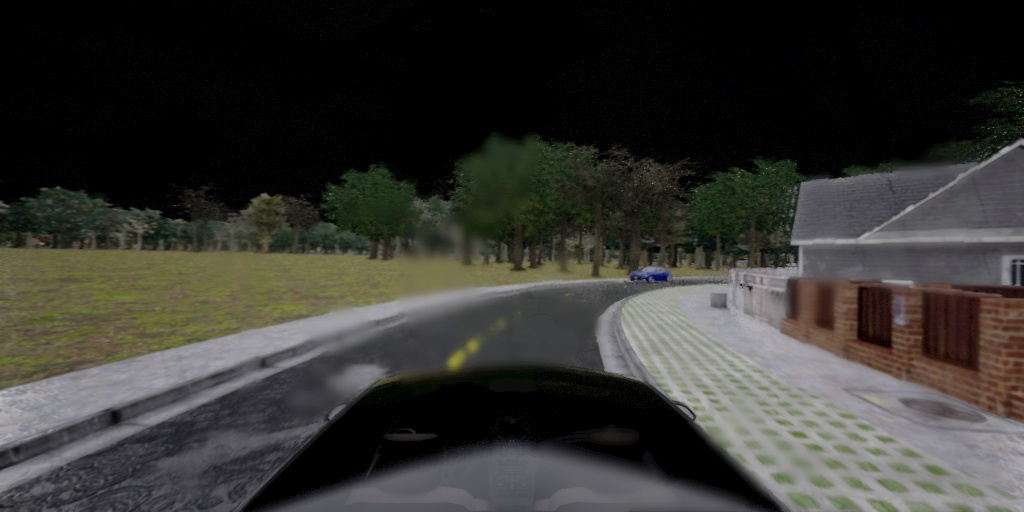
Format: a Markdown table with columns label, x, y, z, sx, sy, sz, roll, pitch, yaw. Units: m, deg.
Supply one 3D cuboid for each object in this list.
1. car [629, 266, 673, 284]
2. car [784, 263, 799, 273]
| label | x | y | z | sx | sy | sz | roll | pitch | yaw |
| --- | --- | --- | --- | --- | --- | --- | --- | --- | --- |
| car | 12.628 | 1.660 | 32.491 | 5.008 | 1.535 | 1.882 | 2 | -1 | -39 |
| car | 36.856 | 2.064 | 45.907 | 5.566 | 2.045 | 2.150 | 3 | 1 | -37 |
